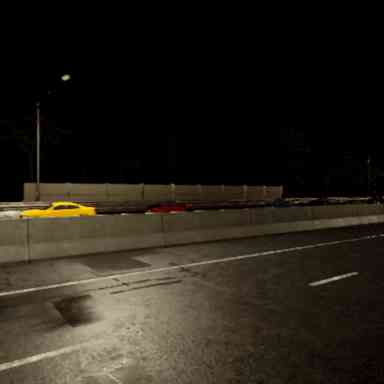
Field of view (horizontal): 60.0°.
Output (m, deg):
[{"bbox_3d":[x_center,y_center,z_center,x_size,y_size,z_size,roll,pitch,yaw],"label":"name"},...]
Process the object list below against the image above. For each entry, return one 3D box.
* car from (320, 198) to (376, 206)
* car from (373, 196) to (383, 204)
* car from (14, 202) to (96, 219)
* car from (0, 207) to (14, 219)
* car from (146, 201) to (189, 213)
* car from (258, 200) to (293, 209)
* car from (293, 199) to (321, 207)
[{"bbox_3d":[15.006,1.561,31.791,5.357,1.411,2.033,0,0,-35],"label":"car"},{"bbox_3d":[31.469,1.509,56.249,5.008,1.535,1.882,0,0,-35],"label":"car"},{"bbox_3d":[-9.245,1.493,23.156,5.008,1.535,1.882,0,0,-35],"label":"car"},{"bbox_3d":[-14.437,1.619,22.876,4.718,1.301,1.895,0,0,-38],"label":"car"},{"bbox_3d":[-2.367,1.581,32.220,4.181,1.385,1.994,0,0,-36],"label":"car"},{"bbox_3d":[9.594,1.565,36.534,5.357,1.411,2.033,0,0,-35],"label":"car"},{"bbox_3d":[13.153,1.521,34.762,4.892,1.490,1.837,0,0,-35],"label":"car"}]
